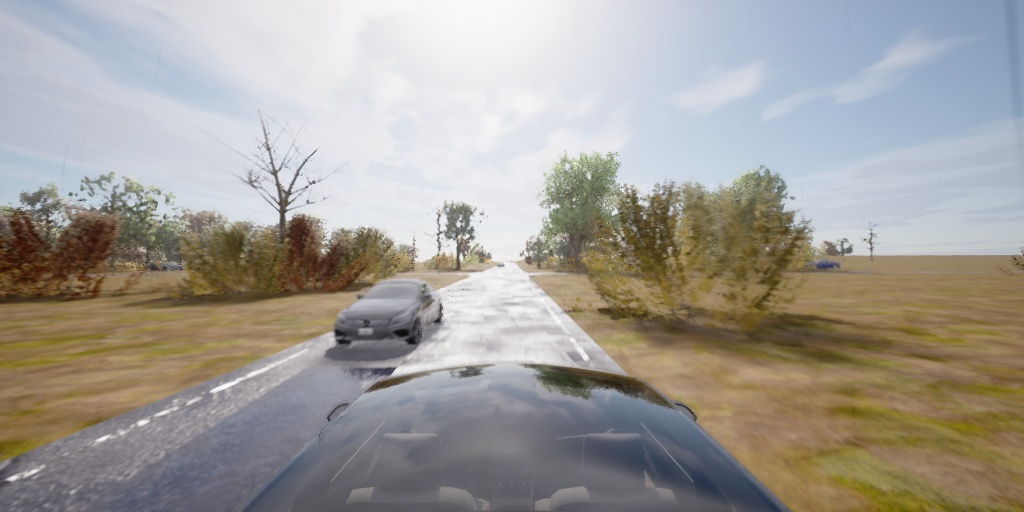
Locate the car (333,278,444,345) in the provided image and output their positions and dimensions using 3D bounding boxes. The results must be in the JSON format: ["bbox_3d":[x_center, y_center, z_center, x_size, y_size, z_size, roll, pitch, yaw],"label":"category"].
[{"bbox_3d":[-3.102,1.377,9.946,1.812,1.442,4.674,0,-1,0],"label":"car"}]
